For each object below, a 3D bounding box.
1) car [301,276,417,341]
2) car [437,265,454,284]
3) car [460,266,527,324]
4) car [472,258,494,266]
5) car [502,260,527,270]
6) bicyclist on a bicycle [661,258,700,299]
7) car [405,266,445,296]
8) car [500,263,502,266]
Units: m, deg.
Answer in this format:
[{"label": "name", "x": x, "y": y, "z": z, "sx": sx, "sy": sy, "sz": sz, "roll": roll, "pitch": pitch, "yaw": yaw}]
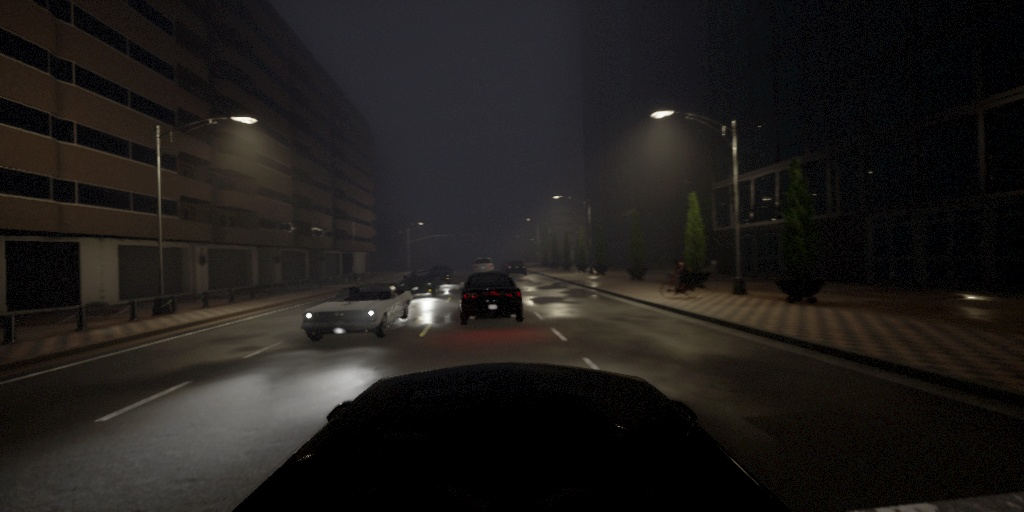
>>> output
[{"label": "car", "x": -4.340, "y": 1.502, "z": 10.783, "sx": 1.895, "sy": 1.301, "sz": 4.718, "roll": -2, "pitch": 0, "yaw": -5}, {"label": "car", "x": -6.051, "y": 1.530, "z": 30.632, "sx": 1.837, "sy": 1.490, "sz": 4.892, "roll": -2, "pitch": 0, "yaw": -5}, {"label": "car", "x": -0.772, "y": 1.284, "z": 12.471, "sx": 1.882, "sy": 1.535, "sz": 5.008, "roll": -2, "pitch": 0, "yaw": -5}, {"label": "car", "x": -3.117, "y": 1.197, "z": 39.026, "sx": 2.150, "sy": 2.045, "sz": 5.566, "roll": -2, "pitch": 0, "yaw": -4}, {"label": "car", "x": 0.367, "y": 1.230, "z": 39.881, "sx": 2.097, "sy": 1.767, "sz": 4.553, "roll": -2, "pitch": 0, "yaw": -5}, {"label": "bicyclist on a bicycle", "x": 6.697, "y": 0.902, "z": 14.296, "sx": 1.656, "sy": 1.620, "sz": 0.582, "roll": -1, "pitch": 0, "yaw": -5}, {"label": "car", "x": -5.238, "y": 1.528, "z": 20.710, "sx": 1.994, "sy": 1.385, "sz": 4.181, "roll": -2, "pitch": 0, "yaw": -6}, {"label": "car", "x": -0.638, "y": 1.430, "z": 51.768, "sx": 1.882, "sy": 1.535, "sz": 5.008, "roll": -2, "pitch": 0, "yaw": -5}]
